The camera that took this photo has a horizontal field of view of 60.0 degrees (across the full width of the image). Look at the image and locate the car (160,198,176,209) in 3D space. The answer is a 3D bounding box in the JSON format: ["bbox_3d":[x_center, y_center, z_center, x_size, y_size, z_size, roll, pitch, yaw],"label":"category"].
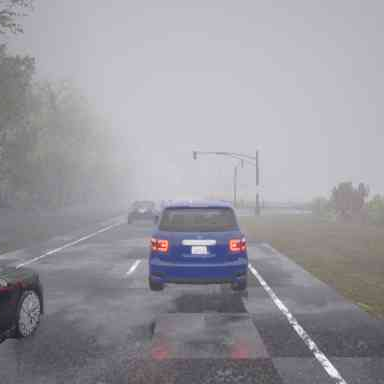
[{"bbox_3d":[-3.352,1.608,47.620,1.895,1.301,4.718,0,0,0],"label":"car"}]

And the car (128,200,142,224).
[{"bbox_3d":[-3.376,1.358,24.753,2.097,1.767,4.553,0,0,0],"label":"car"}]

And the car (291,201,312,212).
[{"bbox_3d":[15.216,1.773,41.670,5.357,1.411,2.033,1,-1,3],"label":"car"}]

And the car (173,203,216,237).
[{"bbox_3d":[0.122,1.496,19.001,2.128,1.511,4.902,0,0,0],"label":"car"}]

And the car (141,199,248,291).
[{"bbox_3d":[0.114,1.224,9.138,2.150,2.045,5.566,0,0,-1],"label":"car"}]

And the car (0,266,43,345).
[{"bbox_3d":[-3.395,1.492,3.644,2.128,1.511,4.902,0,0,0],"label":"car"}]
